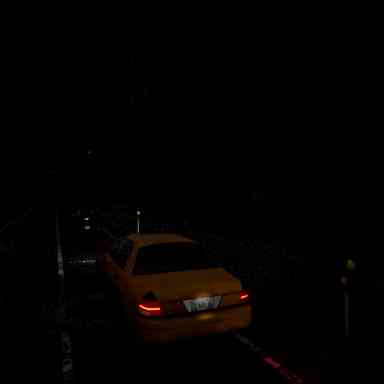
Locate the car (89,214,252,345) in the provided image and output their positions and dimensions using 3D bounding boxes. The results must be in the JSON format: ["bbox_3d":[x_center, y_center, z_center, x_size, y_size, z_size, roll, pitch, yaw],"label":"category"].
[{"bbox_3d":[-0.837,1.457,6.770,1.801,1.575,5.366,0,0,-22],"label":"car"}]

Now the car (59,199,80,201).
[{"bbox_3d":[-10.292,1.567,28.935,1.947,1.339,4.313,0,0,-22],"label":"car"}]

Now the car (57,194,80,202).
[{"bbox_3d":[-12.397,1.316,34.042,2.192,1.841,5.009,0,0,-22],"label":"car"}]

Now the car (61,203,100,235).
[{"bbox_3d":[-6.080,1.551,18.722,2.008,1.369,4.403,0,0,-22],"label":"car"}]

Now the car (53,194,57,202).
[{"bbox_3d":[-31.499,1.469,79.615,1.967,1.590,4.097,0,0,-24],"label":"car"}]

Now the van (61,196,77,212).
[{"bbox_3d":[-14.503,1.342,39.148,1.690,1.788,3.998,0,0,-22],"label":"van"}]

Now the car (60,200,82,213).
[{"bbox_3d":[-8.186,1.551,23.828,2.008,1.369,4.403,0,0,-22],"label":"car"}]
